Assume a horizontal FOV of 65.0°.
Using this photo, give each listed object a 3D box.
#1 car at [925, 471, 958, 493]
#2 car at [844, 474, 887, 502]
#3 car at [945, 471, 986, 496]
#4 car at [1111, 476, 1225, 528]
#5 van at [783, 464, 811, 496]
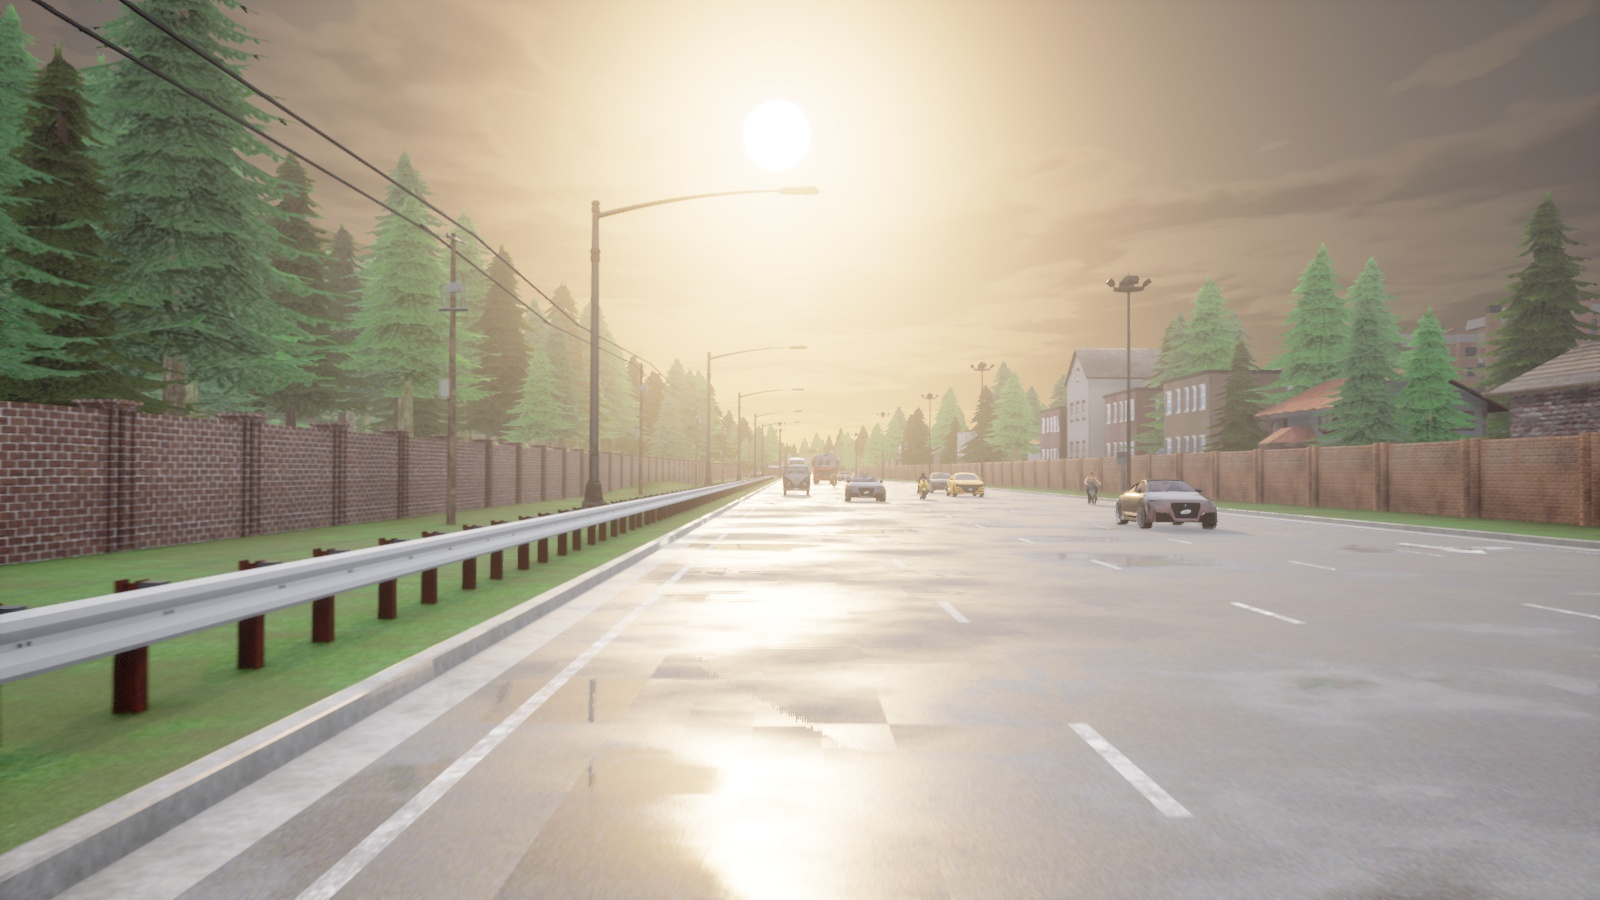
[{"bbox_3d":[10.274,2.307,91.320,1.837,1.490,4.892,0,-1,0],"label":"car"},{"bbox_3d":[3.339,1.952,64.926,1.994,1.385,4.181,0,-1,0],"label":"car"},{"bbox_3d":[10.306,2.062,78.307,1.882,1.535,5.008,0,-1,0],"label":"car"},{"bbox_3d":[10.411,1.437,35.838,1.994,1.385,4.181,0,-1,0],"label":"car"},{"bbox_3d":[-0.200,1.916,80.526,1.775,1.987,4.442,0,-1,0],"label":"van"}]
